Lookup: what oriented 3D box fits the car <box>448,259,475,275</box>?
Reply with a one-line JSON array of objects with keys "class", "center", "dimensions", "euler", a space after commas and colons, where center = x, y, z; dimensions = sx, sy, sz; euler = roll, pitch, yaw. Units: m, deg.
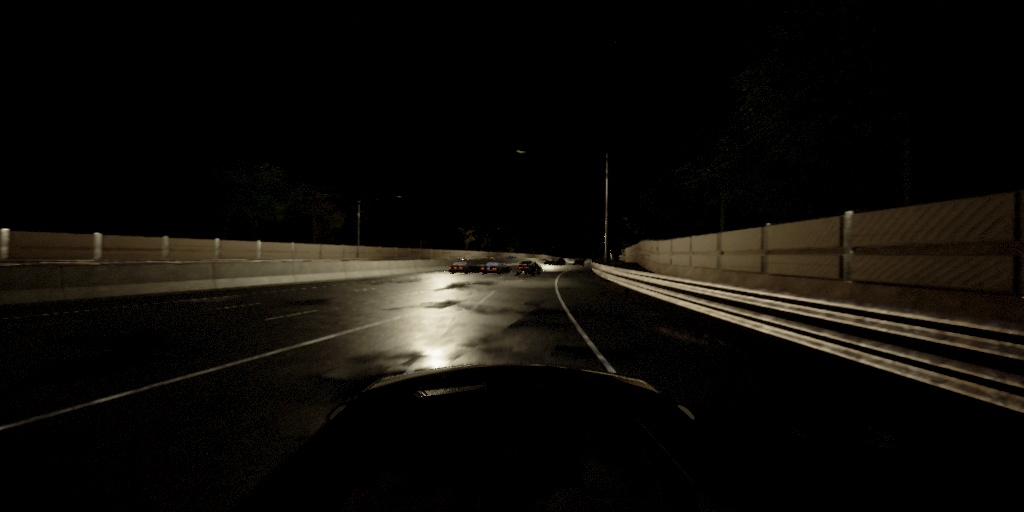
[{"class": "car", "center": [-4.967, 1.241, 38.153], "dimensions": [2.033, 1.411, 5.357], "euler": [1, 0, 16]}]

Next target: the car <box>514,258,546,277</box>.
[{"class": "car", "center": [1.763, 1.274, 36.230], "dimensions": [1.837, 1.490, 4.892], "euler": [1, 0, 16]}]

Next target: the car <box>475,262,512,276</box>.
[{"class": "car", "center": [-1.605, 1.278, 37.181], "dimensions": [2.033, 1.411, 5.357], "euler": [1, 0, 16]}]
